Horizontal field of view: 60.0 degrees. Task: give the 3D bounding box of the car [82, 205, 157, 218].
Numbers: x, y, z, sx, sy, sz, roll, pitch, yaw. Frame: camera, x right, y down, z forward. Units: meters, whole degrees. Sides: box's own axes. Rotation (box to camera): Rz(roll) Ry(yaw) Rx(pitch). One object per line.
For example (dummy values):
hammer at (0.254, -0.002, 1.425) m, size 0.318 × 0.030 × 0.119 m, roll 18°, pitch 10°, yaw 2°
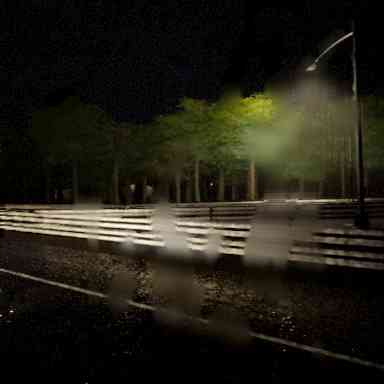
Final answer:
car at (-5.213, 1.646, 23.302) m, size 5.357 × 1.411 × 2.033 m, roll -1°, pitch -1°, yaw 9°
